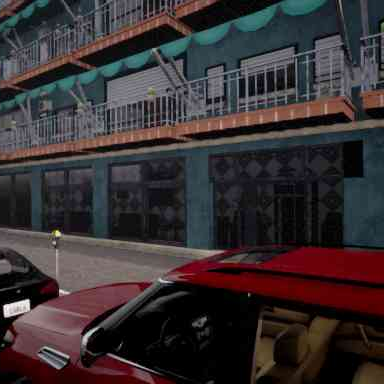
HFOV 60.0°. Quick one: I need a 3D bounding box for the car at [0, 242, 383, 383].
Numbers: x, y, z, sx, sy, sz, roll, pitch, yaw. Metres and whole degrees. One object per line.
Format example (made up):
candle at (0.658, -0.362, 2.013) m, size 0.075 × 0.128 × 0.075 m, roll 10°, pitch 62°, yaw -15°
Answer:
car at (0.618, 1.315, 2.295) m, size 5.009 × 1.841 × 2.192 m, roll 0°, pitch -1°, yaw 36°
